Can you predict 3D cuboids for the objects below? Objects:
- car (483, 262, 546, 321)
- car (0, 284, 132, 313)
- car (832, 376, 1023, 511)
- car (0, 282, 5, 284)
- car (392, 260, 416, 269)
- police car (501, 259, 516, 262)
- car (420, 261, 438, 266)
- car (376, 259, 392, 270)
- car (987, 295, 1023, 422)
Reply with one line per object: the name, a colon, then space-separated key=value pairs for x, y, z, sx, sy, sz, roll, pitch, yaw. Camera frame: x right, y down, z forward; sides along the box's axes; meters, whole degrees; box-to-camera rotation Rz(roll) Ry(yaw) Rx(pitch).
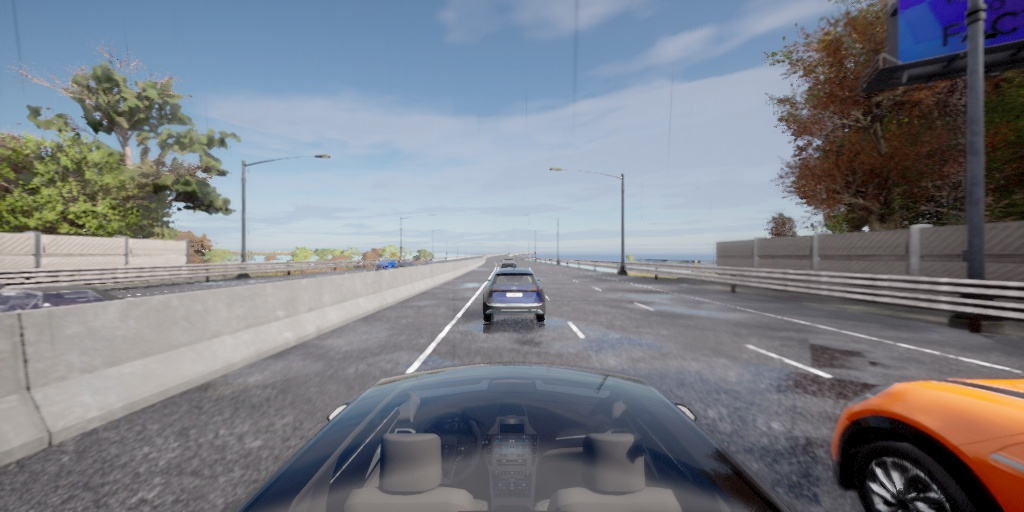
car: x=0.057 y=1.178 z=12.529 sx=2.033 sy=1.649 sz=4.856 roll=0 pitch=0 yaw=0
car: x=-10.617 y=1.353 z=7.702 sx=1.895 sy=1.301 sz=4.718 roll=0 pitch=0 yaw=0
car: x=3.594 y=1.102 z=0.935 sx=2.097 sy=1.767 sz=4.553 roll=0 pitch=0 yaw=0
car: x=-17.627 y=1.258 z=9.843 sx=1.837 sy=1.490 sz=4.892 roll=0 pitch=0 yaw=0
car: x=-14.739 y=1.293 z=49.801 sx=1.994 sy=1.385 sz=4.181 roll=0 pitch=0 yaw=-1
police car: x=-0.411 y=1.155 z=43.770 sx=1.930 sy=1.638 sz=5.238 roll=0 pitch=0 yaw=-1
car: x=-11.231 y=1.328 z=49.287 sx=1.895 sy=1.301 sz=4.718 roll=0 pitch=0 yaw=-1
car: x=-18.305 y=1.203 z=52.559 sx=1.882 sy=1.535 sz=5.008 roll=0 pitch=0 yaw=-1
car: x=7.093 y=1.253 z=2.210 sx=1.837 sy=1.490 sz=4.892 roll=0 pitch=0 yaw=0
